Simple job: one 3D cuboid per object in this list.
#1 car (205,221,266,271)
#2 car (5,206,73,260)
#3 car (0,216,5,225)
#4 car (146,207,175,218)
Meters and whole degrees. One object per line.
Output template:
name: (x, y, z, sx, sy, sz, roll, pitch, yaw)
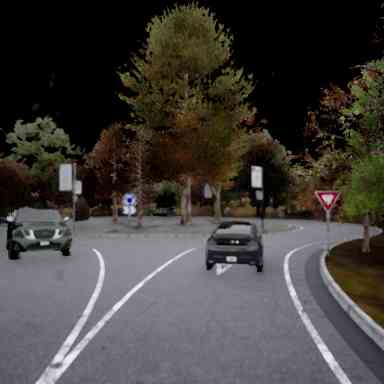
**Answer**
car: (1.675, 1.827, 12.185, 1.837, 1.490, 4.892, -1, -2, 12)
car: (-6.810, 1.642, 14.650, 2.150, 2.045, 5.566, 2, -3, -30)
car: (-19.493, 2.900, 37.000, 1.994, 1.385, 4.181, -1, -2, 9)
car: (-4.829, 3.161, 51.473, 4.553, 1.767, 2.097, 1, -2, -2)
